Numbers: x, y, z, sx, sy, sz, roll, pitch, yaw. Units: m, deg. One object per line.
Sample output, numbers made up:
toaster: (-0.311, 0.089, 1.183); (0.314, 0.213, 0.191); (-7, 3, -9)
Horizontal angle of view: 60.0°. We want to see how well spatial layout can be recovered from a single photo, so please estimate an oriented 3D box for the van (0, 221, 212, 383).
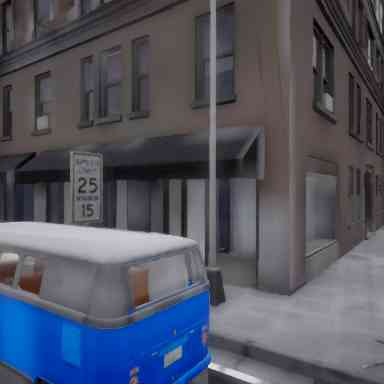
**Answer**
van: (-1.685, 1.340, 4.276); (3.998, 1.788, 1.690); (0, 0, 36)
